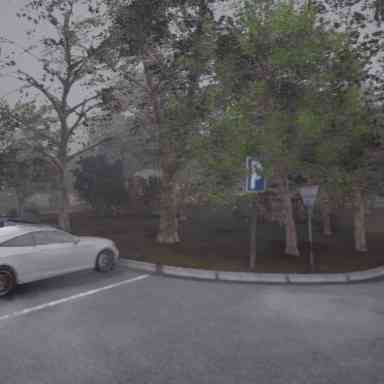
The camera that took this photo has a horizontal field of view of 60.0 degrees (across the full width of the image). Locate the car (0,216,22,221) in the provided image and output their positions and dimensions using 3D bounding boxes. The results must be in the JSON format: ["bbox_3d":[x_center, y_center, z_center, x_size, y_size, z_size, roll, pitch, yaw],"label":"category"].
[{"bbox_3d":[-6.648,1.568,10.562,2.097,1.535,5.008,-1,0,35],"label":"car"}]

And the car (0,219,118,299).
[{"bbox_3d":[-4.089,1.584,8.728,2.002,1.452,4.674,-1,0,35],"label":"car"}]
